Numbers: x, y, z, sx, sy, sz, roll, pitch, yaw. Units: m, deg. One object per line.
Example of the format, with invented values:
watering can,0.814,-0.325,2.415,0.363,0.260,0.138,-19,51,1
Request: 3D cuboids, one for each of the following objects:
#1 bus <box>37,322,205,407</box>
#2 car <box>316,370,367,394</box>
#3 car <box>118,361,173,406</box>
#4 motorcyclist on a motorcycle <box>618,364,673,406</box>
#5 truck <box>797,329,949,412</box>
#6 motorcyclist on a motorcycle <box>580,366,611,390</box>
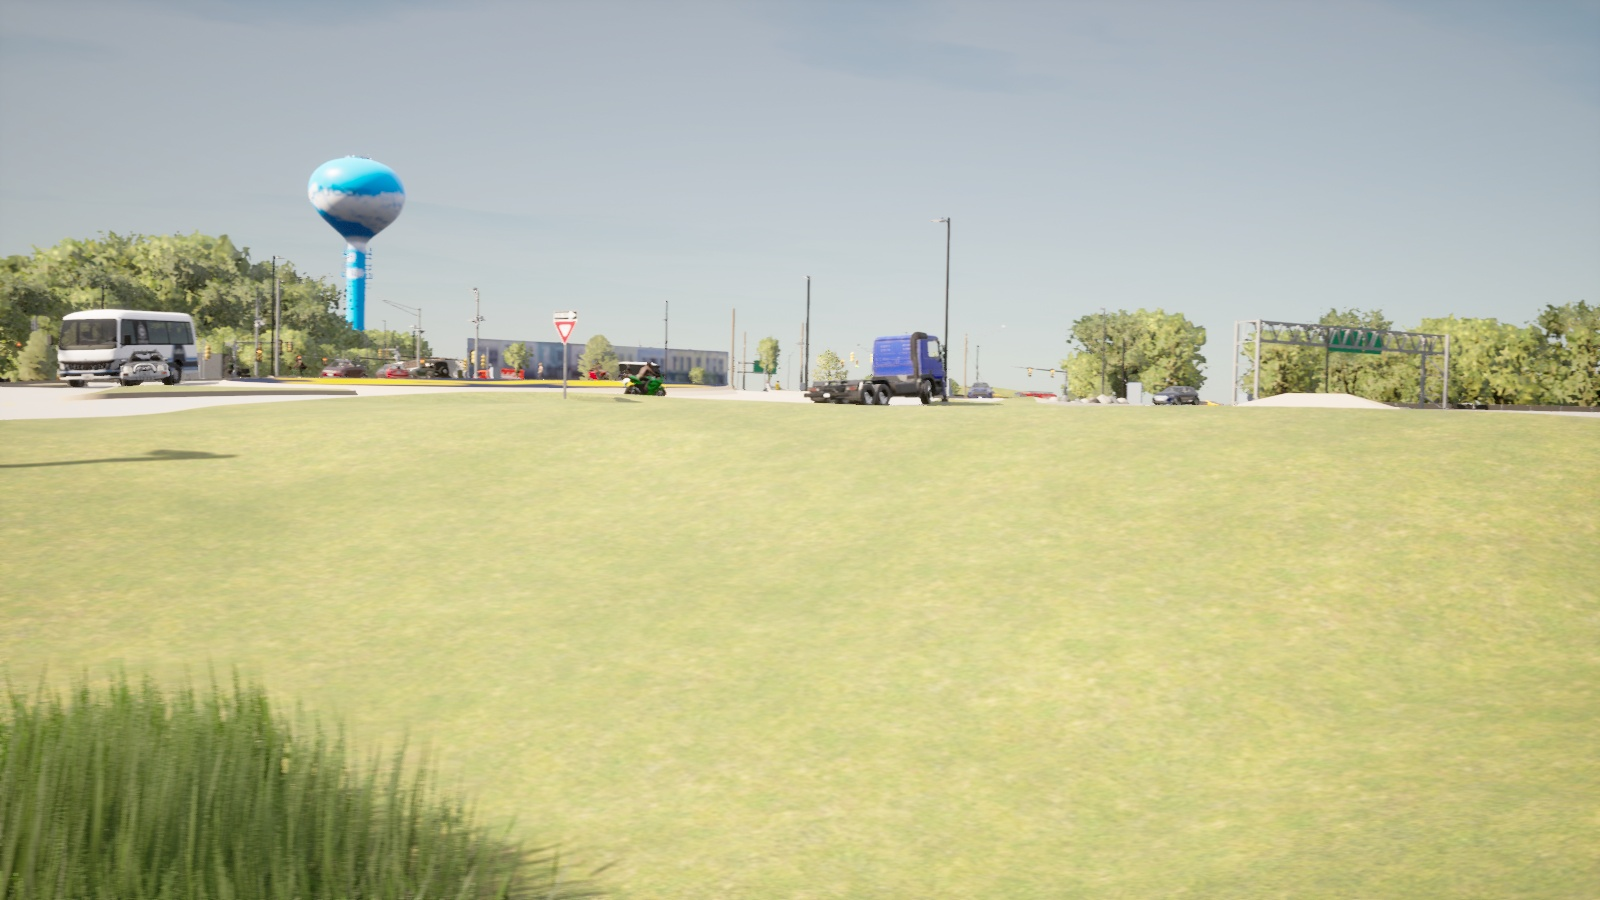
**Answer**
bus,-37.782,-4.883,70.524,3.944,4.253,10.273,-3,5,-3
car,-31.603,-4.729,86.638,1.789,1.549,3.705,2,4,8
car,-29.789,-3.051,57.262,1.932,1.855,4.605,-6,6,-25
motorcyclist on a motorcycle,-5.845,-2.448,47.498,0.797,1.523,2.044,1,1,42
truck,3.544,-3.779,58.343,2.891,3.462,7.936,-1,4,38
motorcyclist on a motorcycle,-13.644,-4.790,83.780,2.044,1.523,0.797,2,3,37
